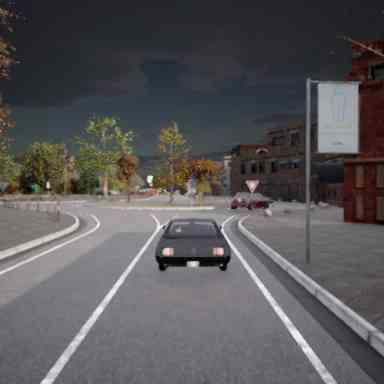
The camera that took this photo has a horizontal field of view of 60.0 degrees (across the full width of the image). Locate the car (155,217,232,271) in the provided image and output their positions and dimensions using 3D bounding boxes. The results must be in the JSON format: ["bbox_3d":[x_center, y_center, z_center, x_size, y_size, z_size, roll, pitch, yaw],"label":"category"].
[{"bbox_3d":[0.012,1.428,10.256,1.895,1.301,4.718,0,1,0],"label":"car"}]

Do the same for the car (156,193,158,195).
[{"bbox_3d":[-13.075,0.237,94.450,5.008,1.535,2.097,0,0,-2],"label":"car"}]

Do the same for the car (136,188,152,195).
[{"bbox_3d":[-12.970,0.093,91.417,4.553,1.767,2.185,0,0,-2],"label":"car"}]

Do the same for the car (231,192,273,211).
[{"bbox_3d":[5.608,0.755,30.716,2.097,1.767,4.553,1,1,42],"label":"car"}]
